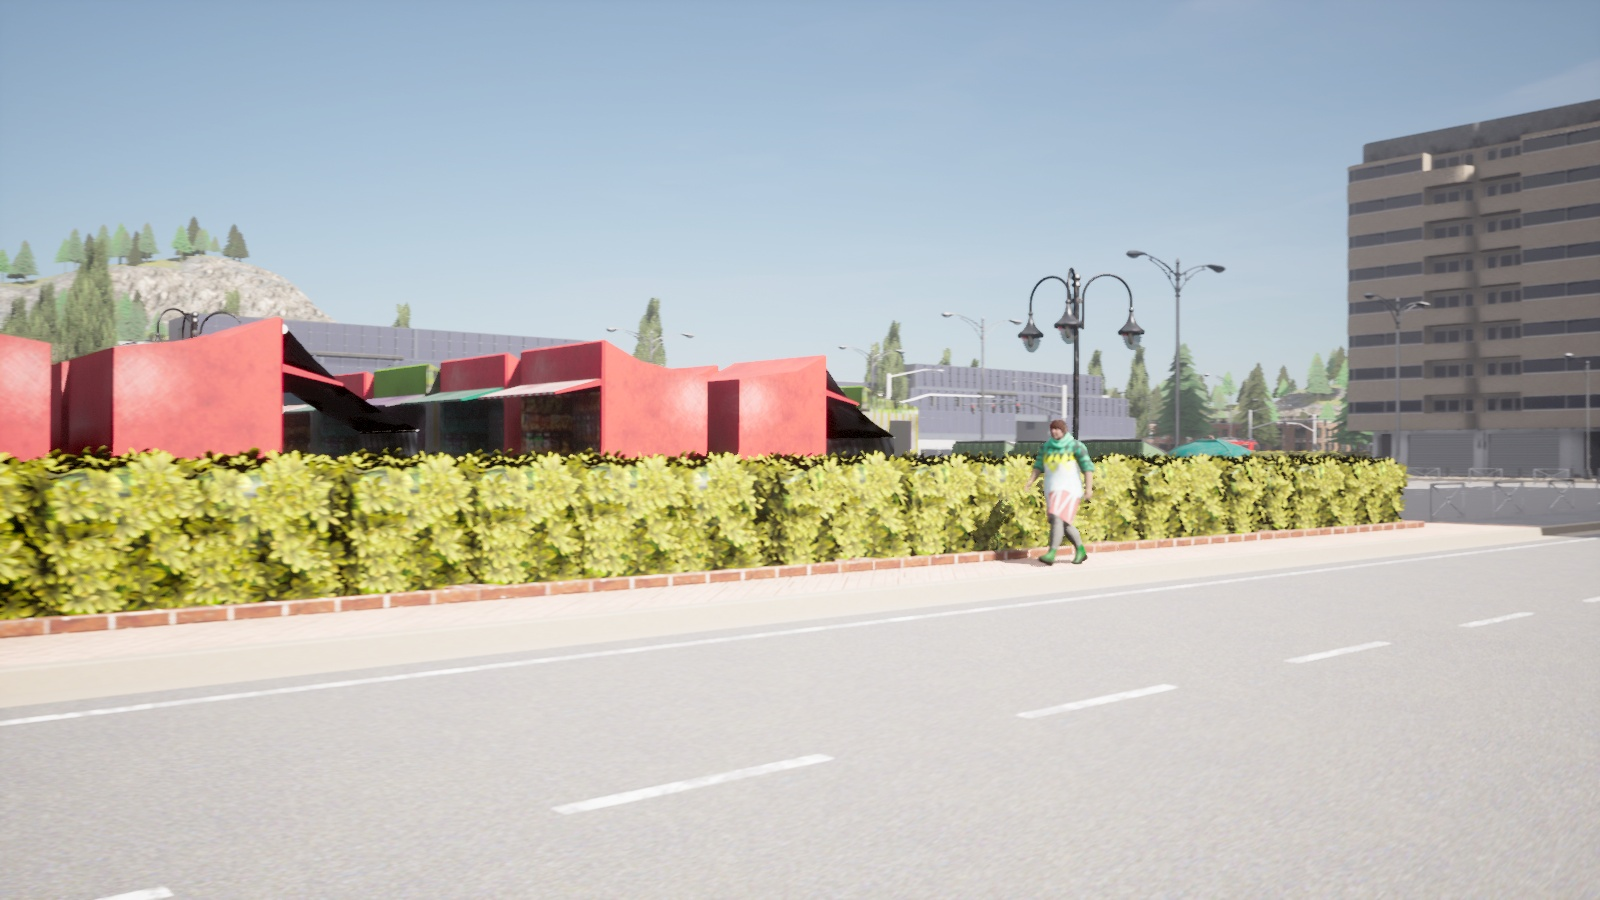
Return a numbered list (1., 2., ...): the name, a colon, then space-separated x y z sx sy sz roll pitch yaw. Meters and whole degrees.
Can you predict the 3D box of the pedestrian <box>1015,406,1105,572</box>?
1. pedestrian: 3.174 0.466 15.320 0.873 1.952 0.659 0 0 -38
